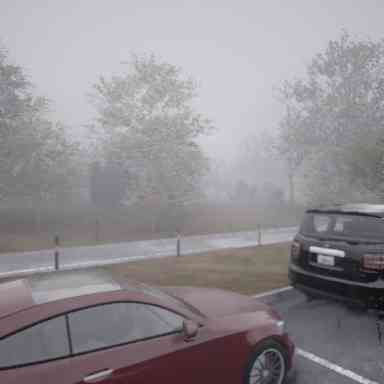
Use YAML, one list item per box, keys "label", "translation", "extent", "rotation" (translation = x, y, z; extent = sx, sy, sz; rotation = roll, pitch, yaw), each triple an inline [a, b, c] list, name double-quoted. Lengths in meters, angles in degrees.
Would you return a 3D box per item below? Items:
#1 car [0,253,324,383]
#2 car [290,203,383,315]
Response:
- label: "car"
  translation: [-0.978, 1.547, 3.359]
  extent: [4.674, 1.452, 2.002]
  rotation: [0, 0, -35]
- label: "car"
  translation: [4.514, 1.273, 7.275]
  extent: [5.566, 2.045, 2.435]
  rotation: [0, 0, -35]
